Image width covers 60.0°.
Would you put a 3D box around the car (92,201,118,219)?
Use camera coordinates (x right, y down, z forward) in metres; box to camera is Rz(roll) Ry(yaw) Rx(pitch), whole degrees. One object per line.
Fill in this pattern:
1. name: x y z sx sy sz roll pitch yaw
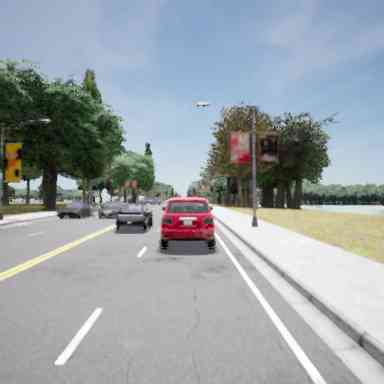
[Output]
1. car: -7.146 1.589 30.246 2.128 1.511 4.902 0 0 -1

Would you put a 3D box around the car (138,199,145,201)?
1. car: -11.004 2.196 72.060 1.994 1.385 4.181 0 -1 -1

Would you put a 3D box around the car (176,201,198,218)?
1. car: -0.500 1.678 33.012 2.033 1.411 5.357 0 0 -1

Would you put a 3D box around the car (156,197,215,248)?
1. car: -0.193 1.249 14.984 2.150 2.045 5.566 0 0 -1

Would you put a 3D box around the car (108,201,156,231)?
1. car: -3.546 1.537 21.118 2.128 1.511 4.902 0 0 -1

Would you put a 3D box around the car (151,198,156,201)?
1. car: -7.754 2.006 72.149 2.097 1.767 4.553 0 -1 -1

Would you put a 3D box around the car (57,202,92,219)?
1. car: -10.397 1.639 30.115 2.033 1.411 5.357 0 0 -1
